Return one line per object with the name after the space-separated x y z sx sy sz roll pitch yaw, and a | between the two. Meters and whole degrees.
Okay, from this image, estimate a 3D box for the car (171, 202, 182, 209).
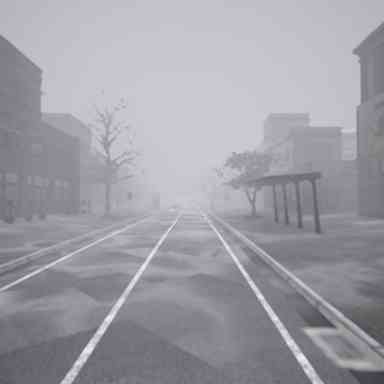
-3.014 2.612 64.576 1.812 1.442 4.674 0 -1 1 | car
